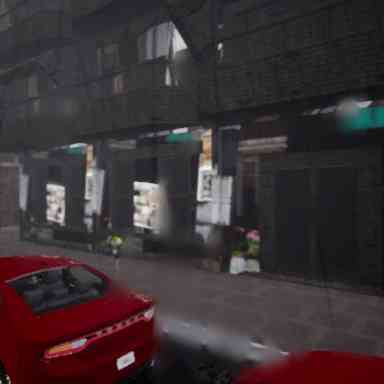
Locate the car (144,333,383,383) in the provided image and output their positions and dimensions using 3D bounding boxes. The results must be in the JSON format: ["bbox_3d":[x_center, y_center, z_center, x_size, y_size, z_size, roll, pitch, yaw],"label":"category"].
[{"bbox_3d":[2.126,1.540,1.358,4.507,1.381,1.887,0,0,35],"label":"car"}]

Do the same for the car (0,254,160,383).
[{"bbox_3d":[-2.483,1.568,4.645,4.507,1.381,1.887,0,0,35],"label":"car"}]
